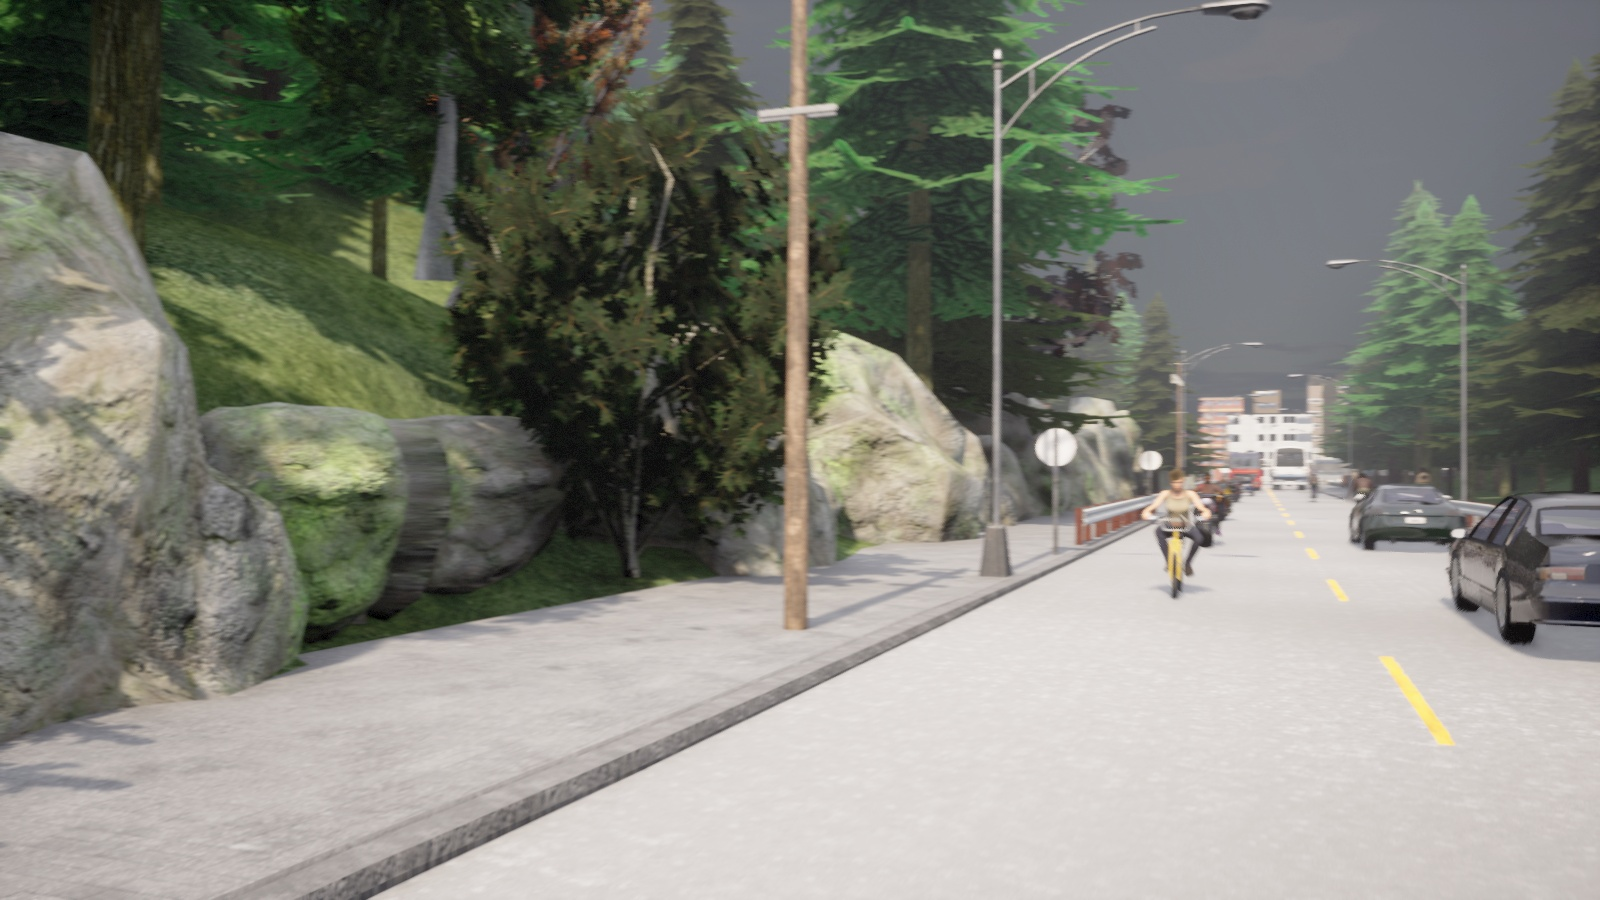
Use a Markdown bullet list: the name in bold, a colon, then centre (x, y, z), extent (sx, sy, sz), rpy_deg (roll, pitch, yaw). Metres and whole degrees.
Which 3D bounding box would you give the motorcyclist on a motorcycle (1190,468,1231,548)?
- **motorcyclist on a motorcycle**: centre (8.826, 1.204, 26.952), extent (0.766, 1.649, 2.350), rpy_deg (0, -1, 20)

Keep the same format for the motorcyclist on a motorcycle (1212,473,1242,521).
- **motorcyclist on a motorcycle**: centre (14.151, 1.527, 41.601), extent (0.866, 1.530, 2.191), rpy_deg (0, -1, 20)

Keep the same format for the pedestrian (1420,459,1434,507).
- **pedestrian**: centre (25.625, 1.347, 51.300), extent (0.396, 1.930, 0.692), rpy_deg (0, -1, 18)

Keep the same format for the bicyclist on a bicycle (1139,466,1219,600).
- **bicyclist on a bicycle**: centre (4.835, 1.011, 15.958), extent (0.866, 1.612, 1.509), rpy_deg (0, -1, 20)

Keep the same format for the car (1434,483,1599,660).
- **car**: centre (7.902, 1.062, 12.715), extent (2.033, 1.411, 5.357), rpy_deg (0, -1, 20)

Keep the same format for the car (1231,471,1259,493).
- **car**: centre (31.142, 2.224, 87.786), extent (1.789, 1.549, 3.705), rpy_deg (0, -1, 20)

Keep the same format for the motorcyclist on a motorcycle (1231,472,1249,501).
- **motorcyclist on a motorcycle**: centre (23.702, 1.950, 67.585), extent (0.866, 1.530, 2.191), rpy_deg (0, -1, 20)

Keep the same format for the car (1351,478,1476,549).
- **car**: centre (13.179, 1.315, 27.217), extent (1.994, 1.385, 4.181), rpy_deg (0, -1, 20)
